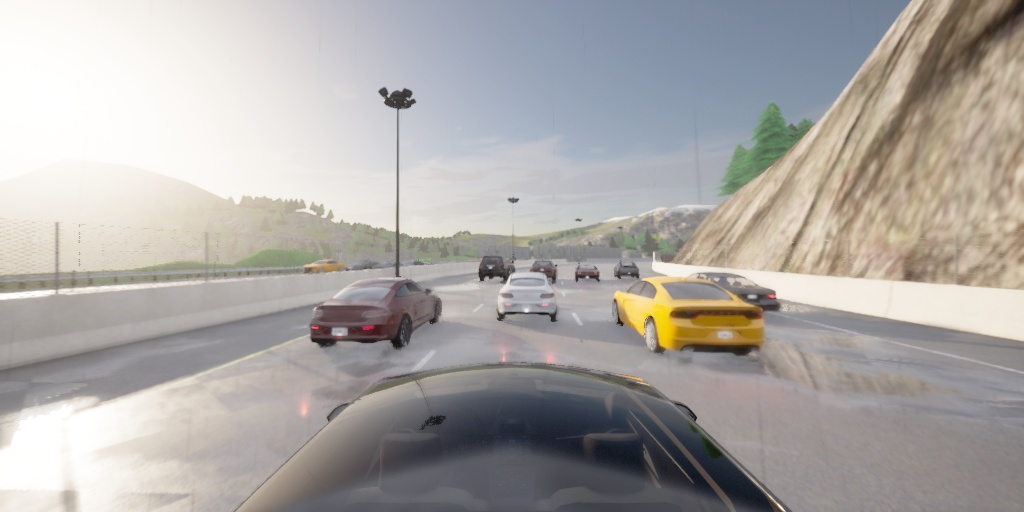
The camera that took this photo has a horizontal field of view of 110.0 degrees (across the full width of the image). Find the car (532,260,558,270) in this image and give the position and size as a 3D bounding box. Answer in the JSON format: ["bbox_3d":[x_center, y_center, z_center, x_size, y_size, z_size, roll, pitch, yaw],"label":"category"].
[{"bbox_3d":[2.681,1.084,29.896,2.097,1.767,4.553,0,0,9],"label":"car"}]

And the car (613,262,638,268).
[{"bbox_3d":[10.206,1.240,32.172,2.128,1.511,4.902,0,0,11],"label":"car"}]

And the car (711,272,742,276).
[{"bbox_3d":[7.629,1.305,13.584,2.033,1.411,5.357,0,0,5],"label":"car"}]

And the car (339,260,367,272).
[{"bbox_3d":[-16.808,1.167,40.684,2.128,1.511,4.902,0,0,12],"label":"car"}]

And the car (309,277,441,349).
[{"bbox_3d":[-3.142,1.262,9.057,1.812,1.442,4.674,0,0,3],"label":"car"}]

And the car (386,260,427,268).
[{"bbox_3d":[-10.484,1.172,36.786,1.882,1.535,5.008,0,0,12],"label":"car"}]

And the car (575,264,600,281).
[{"bbox_3d":[6.182,1.341,29.809,1.895,1.301,4.718,0,0,10],"label":"car"}]

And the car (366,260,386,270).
[{"bbox_3d":[-13.532,1.249,39.257,1.994,1.385,4.181,0,0,12],"label":"car"}]

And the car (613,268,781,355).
[{"bbox_3d":[3.857,1.231,8.778,1.882,1.535,5.008,0,0,3],"label":"car"}]

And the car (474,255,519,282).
[{"bbox_3d":[-1.126,0.946,28.537,2.150,2.045,5.566,0,0,9],"label":"car"}]

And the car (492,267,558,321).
[{"bbox_3d":[0.553,1.268,12.350,1.812,1.442,4.674,0,0,4],"label":"car"}]

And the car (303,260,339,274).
[{"bbox_3d":[-20.640,1.145,39.477,1.882,1.535,5.008,0,0,12],"label":"car"}]
